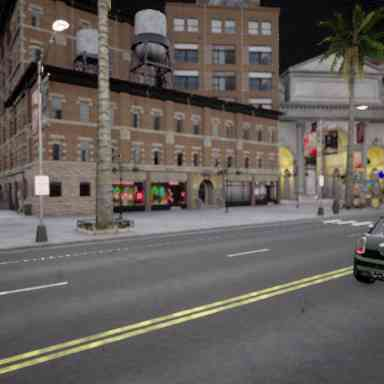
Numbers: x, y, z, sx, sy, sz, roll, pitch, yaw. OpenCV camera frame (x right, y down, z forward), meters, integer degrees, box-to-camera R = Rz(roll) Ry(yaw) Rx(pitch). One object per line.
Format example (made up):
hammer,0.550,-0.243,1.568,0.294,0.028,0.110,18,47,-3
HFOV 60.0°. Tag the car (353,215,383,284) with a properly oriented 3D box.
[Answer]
car,5.939,1.235,8.016,4.553,1.767,2.097,-1,1,-35
